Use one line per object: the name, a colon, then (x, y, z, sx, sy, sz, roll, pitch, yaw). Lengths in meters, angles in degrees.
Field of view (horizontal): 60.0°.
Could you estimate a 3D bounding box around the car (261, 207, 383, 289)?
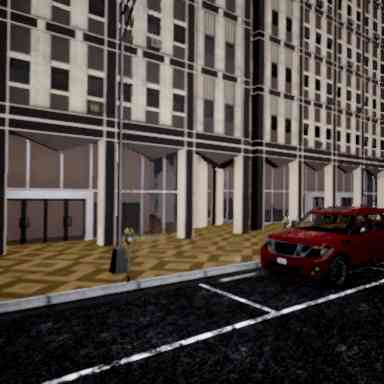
car: (4.247, 1.384, 9.581, 5.009, 1.841, 2.192, 1, 0, -35)
